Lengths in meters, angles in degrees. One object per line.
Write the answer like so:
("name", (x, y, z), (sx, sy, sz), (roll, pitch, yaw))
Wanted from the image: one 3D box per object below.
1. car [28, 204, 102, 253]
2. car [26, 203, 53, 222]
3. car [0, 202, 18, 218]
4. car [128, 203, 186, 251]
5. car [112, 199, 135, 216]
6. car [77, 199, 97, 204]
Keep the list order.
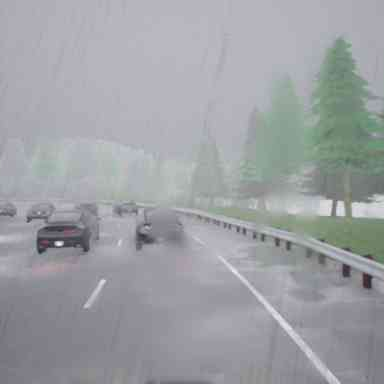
("car", (-4.941, 1.492, 13.720), (1.837, 1.490, 4.892), (0, 1, -10))
("car", (-11.642, 1.538, 25.920), (2.033, 1.411, 5.357), (0, 0, -19))
("car", (-17.216, 1.579, 30.416), (1.994, 1.385, 4.181), (0, 0, -23))
("car", (-1.432, 1.451, 13.961), (2.128, 1.511, 4.902), (0, 0, -9))
("car", (-6.382, 1.424, 31.609), (2.128, 1.511, 4.902), (0, 0, -21))
("car", (-9.951, 1.464, 31.133), (1.837, 1.490, 4.892), (0, 0, -22))
